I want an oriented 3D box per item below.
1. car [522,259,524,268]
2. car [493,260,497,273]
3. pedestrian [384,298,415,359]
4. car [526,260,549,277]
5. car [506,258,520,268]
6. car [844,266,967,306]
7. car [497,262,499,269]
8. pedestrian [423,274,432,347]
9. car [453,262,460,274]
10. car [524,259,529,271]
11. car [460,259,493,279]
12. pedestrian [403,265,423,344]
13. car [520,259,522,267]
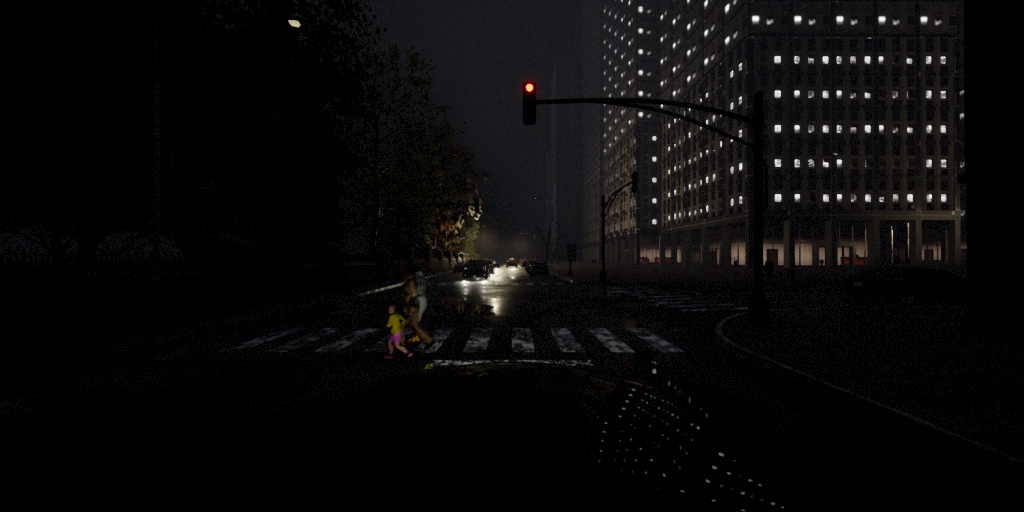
[{"bbox_3d":[2.676,1.339,46.907,1.948,1.339,4.313,0,0,0],"label":"car"},{"bbox_3d":[-3.107,1.272,42.099,1.837,1.490,4.892,0,0,0],"label":"car"},{"bbox_3d":[-2.222,1.424,6.868,0.500,1.100,0.500,0,0,0],"label":"pedestrian"},{"bbox_3d":[2.679,1.330,35.642,1.948,1.339,4.313,0,0,0],"label":"car"},{"bbox_3d":[-0.017,1.267,62.094,1.882,1.535,5.008,0,0,0],"label":"car"},{"bbox_3d":[14.681,1.026,13.062,4.313,1.339,1.948,0,0,0],"label":"car"},{"bbox_3d":[-3.093,1.349,58.601,1.994,1.385,4.181,0,0,0],"label":"car"},{"bbox_3d":[-2.127,1.043,8.198,0.375,1.860,0.375,0,0,0],"label":"pedestrian"},{"bbox_3d":[-5.703,1.350,41.272,1.802,1.307,4.207,0,0,0],"label":"car"},{"bbox_3d":[2.678,1.334,41.274,1.948,1.339,4.313,0,0,0],"label":"car"},{"bbox_3d":[-3.105,1.114,32.124,2.097,1.767,4.553,0,0,0],"label":"car"},{"bbox_3d":[-2.152,1.043,7.494,0.375,1.860,0.375,0,0,0],"label":"pedestrian"},{"bbox_3d":[2.673,1.337,63.804,1.888,1.381,4.507,0,0,0],"label":"car"}]
